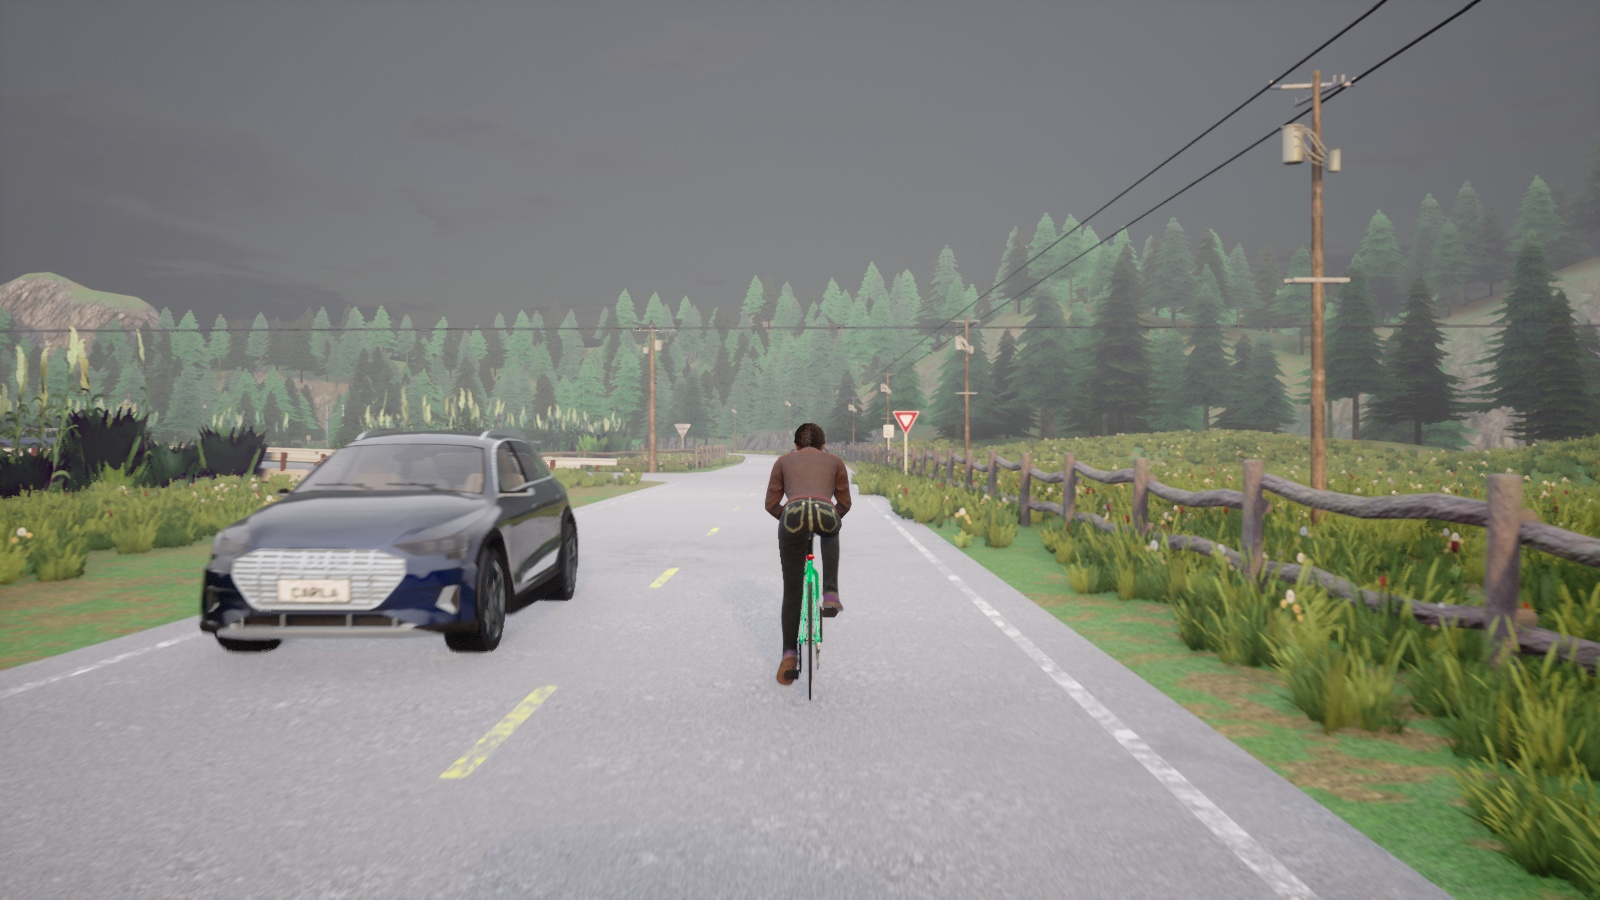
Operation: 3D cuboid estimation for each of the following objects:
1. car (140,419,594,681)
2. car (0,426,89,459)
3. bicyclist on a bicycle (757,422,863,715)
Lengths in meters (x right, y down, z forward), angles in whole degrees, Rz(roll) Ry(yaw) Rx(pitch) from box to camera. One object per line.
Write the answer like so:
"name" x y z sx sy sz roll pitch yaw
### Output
"car" -3.126 0.616 10.338 2.033 1.649 4.856 0 0 0
"car" -34.996 -0.357 57.476 3.806 1.475 1.970 0 0 2
"bicyclist on a bicycle" 0.059 0.655 7.779 0.582 1.620 1.656 0 0 0
